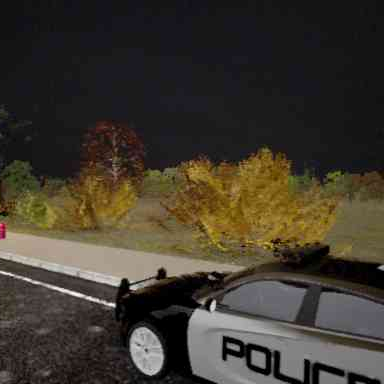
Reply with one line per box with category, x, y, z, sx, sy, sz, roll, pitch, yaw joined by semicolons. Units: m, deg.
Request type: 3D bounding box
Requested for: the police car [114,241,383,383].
police car;1.192;1.448;3.892;5.238;1.638;1.930;0;0;36
